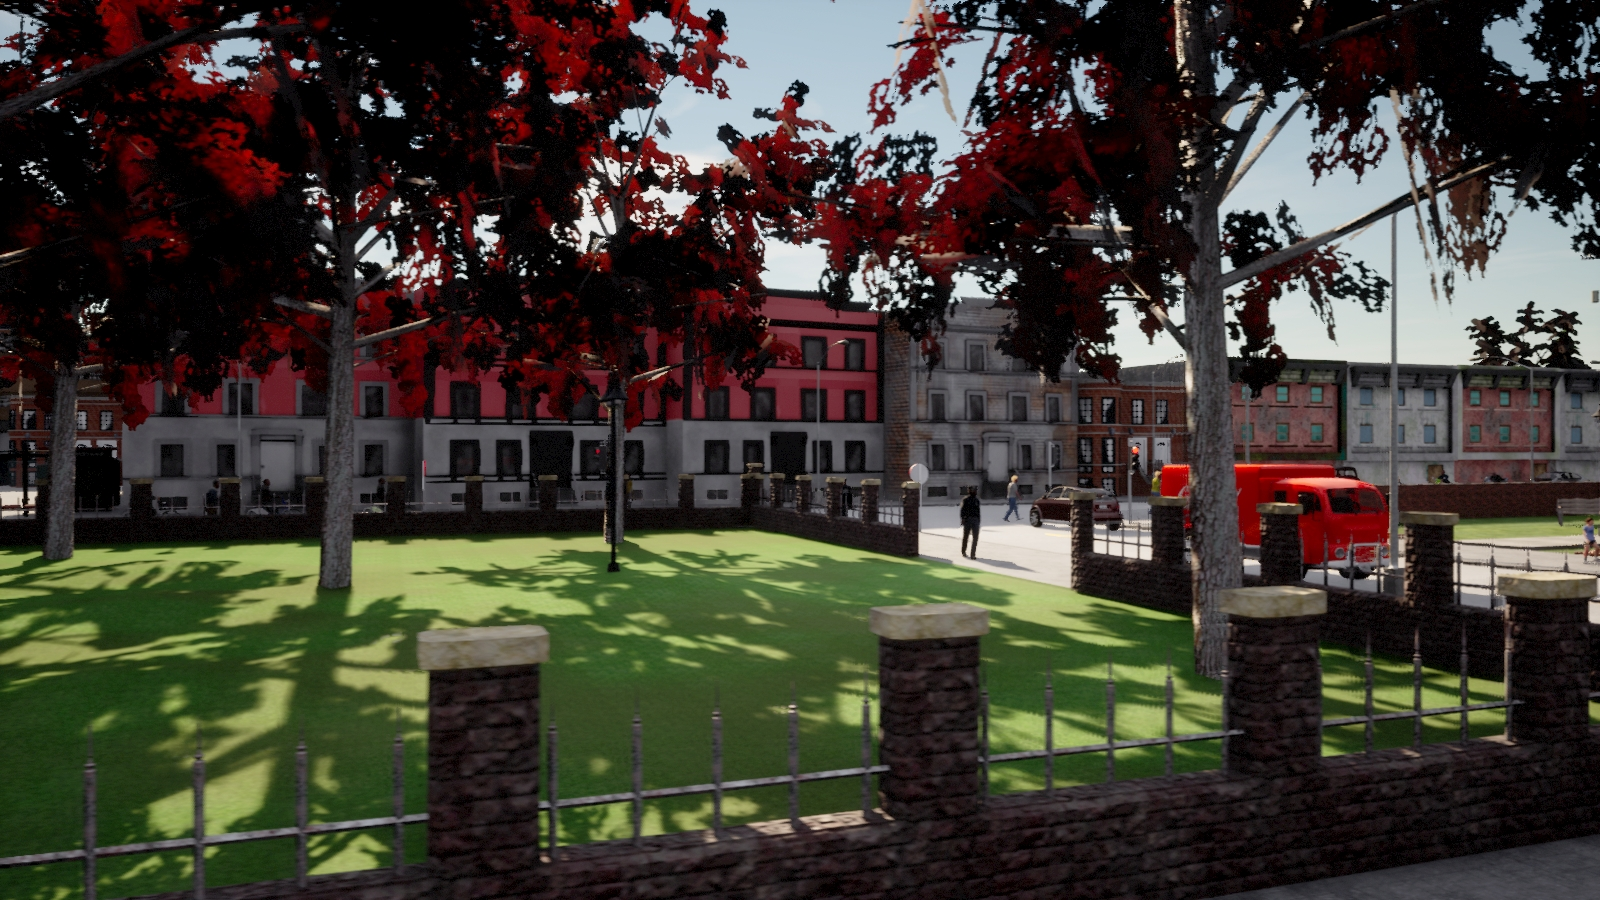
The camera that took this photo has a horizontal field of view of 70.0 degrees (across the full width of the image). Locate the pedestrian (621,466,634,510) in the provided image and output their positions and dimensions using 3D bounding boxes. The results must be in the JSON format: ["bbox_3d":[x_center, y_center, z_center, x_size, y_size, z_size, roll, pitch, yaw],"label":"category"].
[{"bbox_3d":[-7.339,1.621,48.599,0.375,1.860,0.375,0,0,-43],"label":"pedestrian"}]

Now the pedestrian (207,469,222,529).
[{"bbox_3d":[-18.435,1.527,35.955,0.375,1.860,0.375,0,0,-20],"label":"pedestrian"}]

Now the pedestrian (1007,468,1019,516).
[{"bbox_3d":[8.189,1.612,43.905,0.375,1.860,0.375,0,0,-8],"label":"pedestrian"}]

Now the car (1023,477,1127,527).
[{"bbox_3d":[9.598,1.790,40.119,1.789,1.549,3.705,0,0,-20],"label":"car"}]

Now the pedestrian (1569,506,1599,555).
[{"bbox_3d":[18.472,1.885,26.805,0.500,1.100,0.500,0,0,-14],"label":"pedestrian"}]

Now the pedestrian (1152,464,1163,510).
[{"bbox_3d":[14.493,1.496,46.294,0.375,1.860,0.375,0,0,9],"label":"pedestrian"}]

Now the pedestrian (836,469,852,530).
[{"bbox_3d":[1.354,1.515,35.327,0.375,1.860,0.375,0,0,-20],"label":"pedestrian"}]

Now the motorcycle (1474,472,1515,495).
[{"bbox_3d":[40.490,1.942,66.589,2.209,1.251,0.867,0,0,-20],"label":"motorcycle"}]

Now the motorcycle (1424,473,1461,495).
[{"bbox_3d":[36.640,1.922,65.194,1.805,1.236,0.856,0,0,-20],"label":"motorcycle"}]

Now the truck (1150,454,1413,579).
[{"bbox_3d":[10.591,1.334,25.663,2.627,2.467,5.204,0,0,-20],"label":"truck"}]

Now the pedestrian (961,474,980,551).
[{"bbox_3d":[4.170,1.515,27.950,0.375,1.860,0.375,0,0,-9],"label":"pedestrian"}]
